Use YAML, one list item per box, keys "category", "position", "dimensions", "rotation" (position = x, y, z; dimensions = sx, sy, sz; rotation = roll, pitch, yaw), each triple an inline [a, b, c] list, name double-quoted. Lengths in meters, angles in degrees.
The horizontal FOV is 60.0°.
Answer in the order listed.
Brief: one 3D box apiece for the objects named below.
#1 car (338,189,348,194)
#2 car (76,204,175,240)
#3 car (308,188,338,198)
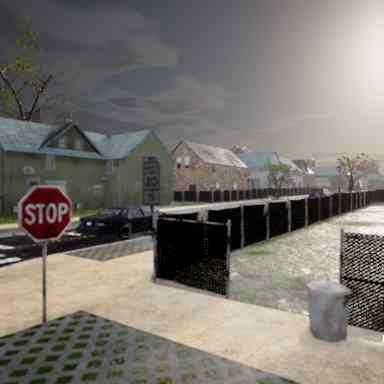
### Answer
- category: "car"
  position: [21.362, 0.310, 47.845]
  dimensions: [1.994, 1.385, 4.181]
  rotation: [0, 1, 37]
- category: "car"
  position: [-2.716, 1.279, 15.638]
  dimensions: [2.033, 1.411, 5.357]
  rotation: [0, 1, 37]
- category: "car"
  position: [15.585, 0.320, 40.036]
  dimensions: [2.097, 1.767, 4.553]
  rotation: [0, 1, 37]
